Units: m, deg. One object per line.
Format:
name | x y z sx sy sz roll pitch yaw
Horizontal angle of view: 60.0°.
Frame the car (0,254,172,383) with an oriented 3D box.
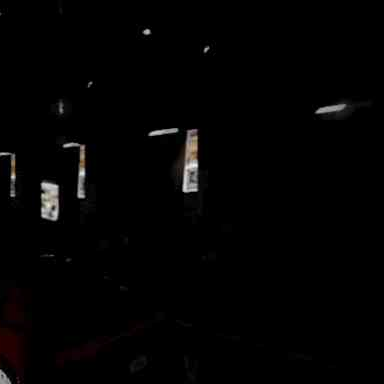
car | -2.338 1.542 4.555 4.507 1.381 1.887 0 0 36
